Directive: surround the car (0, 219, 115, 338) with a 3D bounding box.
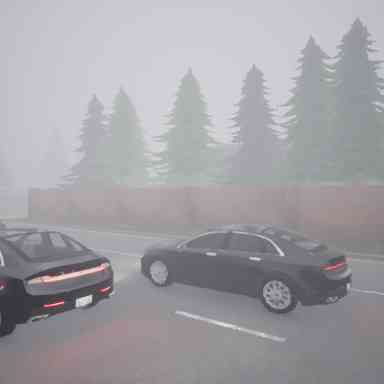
[{"bbox_3d":[-3.656,1.492,6.617,4.902,1.511,2.128,0,0,36],"label":"car"}]

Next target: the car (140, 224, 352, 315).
[{"bbox_3d":[0.953,1.505,7.621,4.892,1.490,1.837,0,0,36],"label":"car"}]
